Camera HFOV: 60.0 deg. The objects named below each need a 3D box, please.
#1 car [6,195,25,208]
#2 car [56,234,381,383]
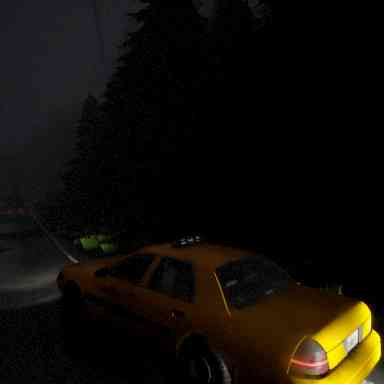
[{"bbox_3d":[-21.207,1.058,40.006,2.128,1.511,4.902,-2,2,-27],"label":"car"},{"bbox_3d":[-0.254,1.418,5.069,5.366,1.575,1.801,1,1,44],"label":"car"}]
